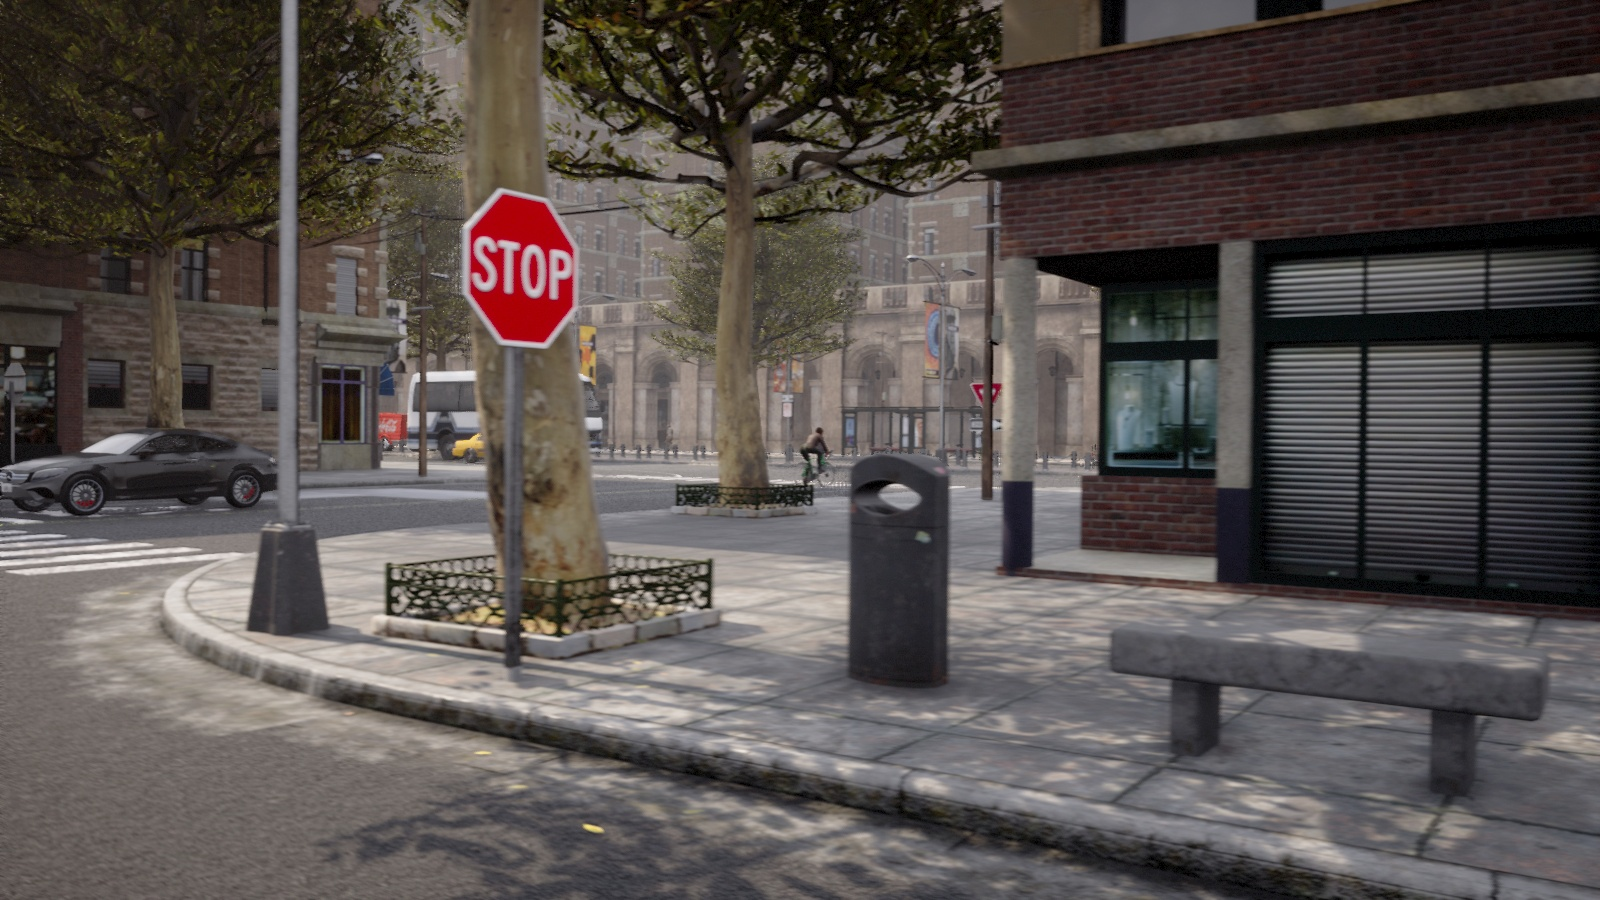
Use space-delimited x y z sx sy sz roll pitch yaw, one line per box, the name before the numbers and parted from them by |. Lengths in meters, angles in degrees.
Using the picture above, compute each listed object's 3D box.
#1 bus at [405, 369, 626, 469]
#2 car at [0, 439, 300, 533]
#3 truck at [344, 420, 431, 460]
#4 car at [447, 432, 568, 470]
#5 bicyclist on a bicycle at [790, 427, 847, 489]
bus | -13.269 -1.346 58.058 10.273 4.253 3.944 0 1 34
car | -11.434 0.544 22.144 1.812 1.442 4.674 0 1 33
truck | -26.511 -0.661 80.715 5.204 2.467 2.627 0 1 34
car | -12.446 0.029 53.332 5.366 1.575 1.801 0 1 34
bicyclist on a bicycle | 0.500 0.209 33.655 0.582 1.620 1.656 1 1 42
